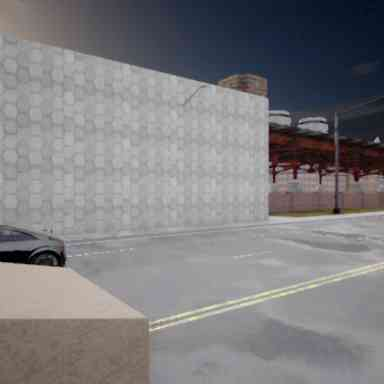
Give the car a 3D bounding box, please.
[{"bbox_3d":[-5.500,1.560,8.645,4.181,1.385,1.994,0,0,-35],"label":"car"}]
